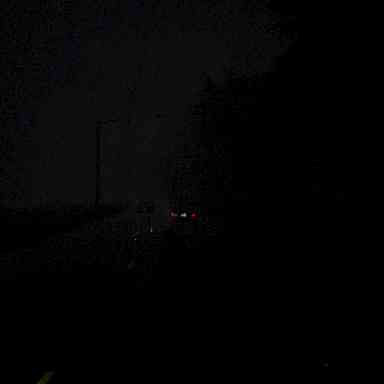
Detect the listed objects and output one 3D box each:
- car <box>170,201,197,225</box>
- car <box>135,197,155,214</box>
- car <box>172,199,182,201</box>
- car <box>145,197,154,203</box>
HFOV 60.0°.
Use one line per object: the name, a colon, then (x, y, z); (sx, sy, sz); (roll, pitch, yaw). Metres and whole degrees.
car: (-0.625, 1.614, 24.813); (2.033, 1.411, 5.357); (0, 0, -3)
car: (-5.157, 1.587, 37.153); (1.837, 1.490, 4.892); (0, 0, -4)
car: (-1.868, 1.651, 42.176); (2.033, 1.411, 5.357); (0, 0, -5)
car: (-9.561, 1.746, 75.054); (1.895, 1.301, 4.718); (0, 0, -9)
